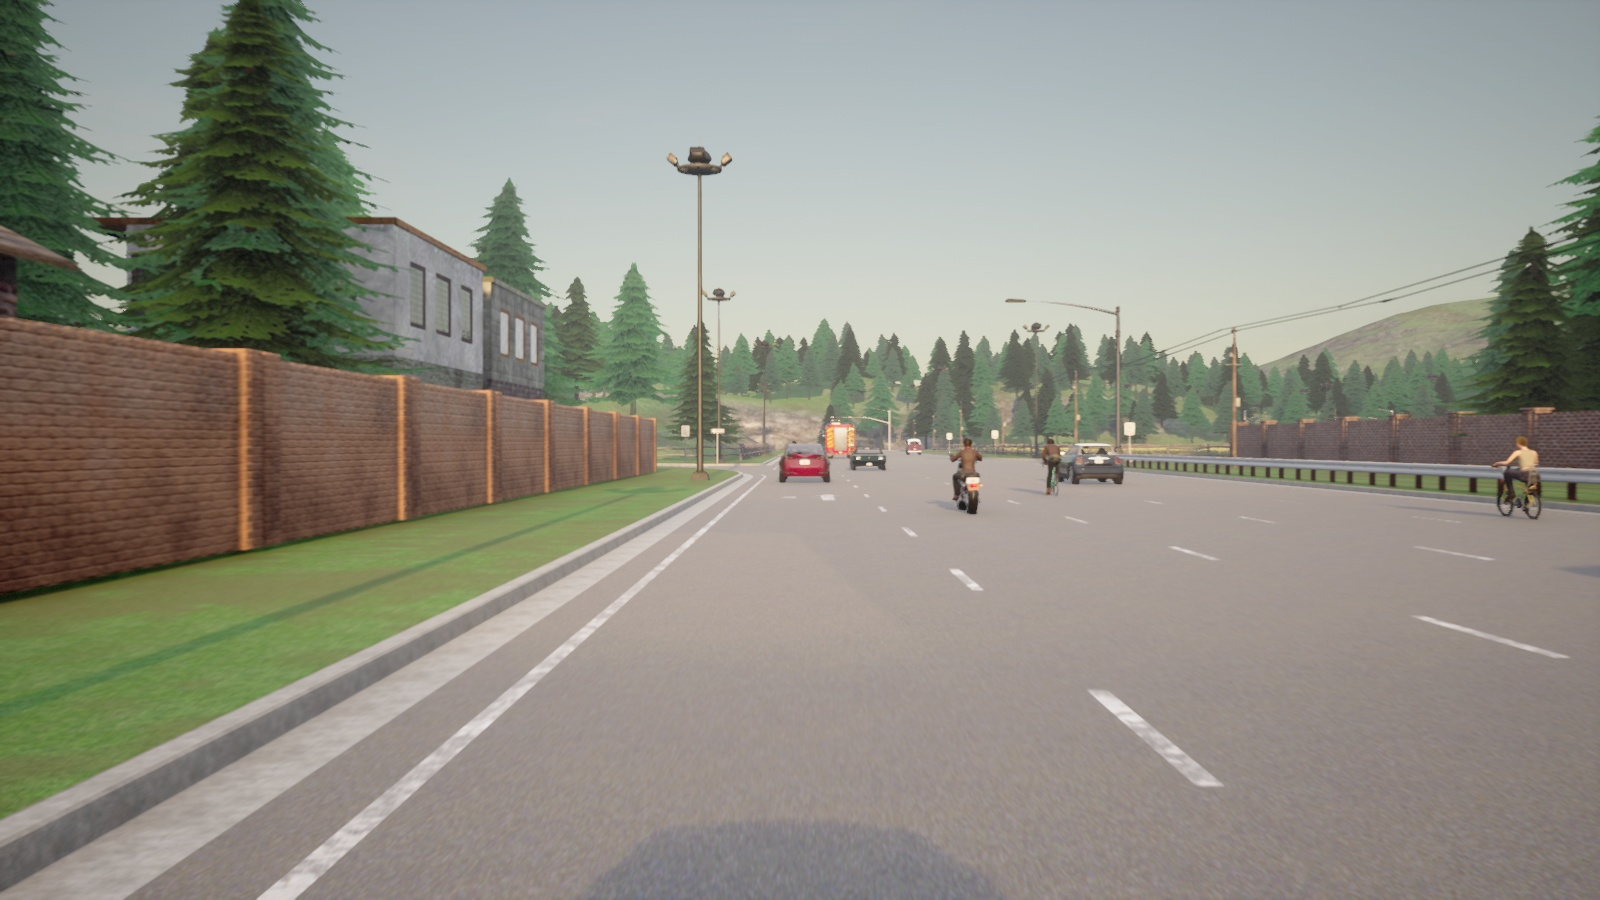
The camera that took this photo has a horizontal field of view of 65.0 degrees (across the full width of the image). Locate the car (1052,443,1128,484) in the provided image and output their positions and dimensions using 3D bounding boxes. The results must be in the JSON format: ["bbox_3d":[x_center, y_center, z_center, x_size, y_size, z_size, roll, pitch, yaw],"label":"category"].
[{"bbox_3d":[10.688,0.468,46.536,1.970,1.475,3.806,0,0,0],"label":"car"}]

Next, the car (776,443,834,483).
[{"bbox_3d":[0.196,0.482,49.118,2.163,1.488,4.792,0,0,0],"label":"car"}]

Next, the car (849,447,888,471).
[{"bbox_3d":[3.775,0.473,69.933,1.895,1.301,4.718,0,0,0],"label":"car"}]

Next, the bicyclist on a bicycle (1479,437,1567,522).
[{"bbox_3d":[14.095,0.559,24.522,0.866,1.612,1.509,0,0,1],"label":"bicyclist on a bicycle"}]

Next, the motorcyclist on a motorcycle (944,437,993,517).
[{"bbox_3d":[3.616,0.553,27.137,0.766,1.649,2.350,0,0,0],"label":"motorcyclist on a motorcycle"}]
